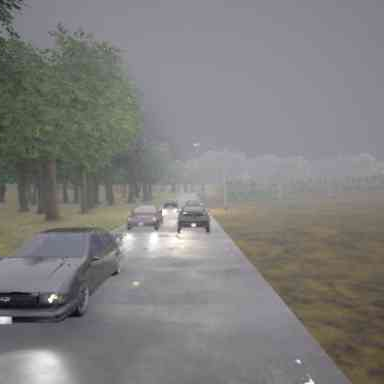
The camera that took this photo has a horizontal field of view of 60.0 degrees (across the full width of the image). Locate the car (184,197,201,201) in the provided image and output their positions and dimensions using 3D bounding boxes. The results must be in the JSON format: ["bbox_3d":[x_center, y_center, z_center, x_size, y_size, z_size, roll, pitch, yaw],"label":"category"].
[{"bbox_3d":[0.067,1.458,44.105,2.128,1.511,4.902,0,0,0],"label":"car"}]

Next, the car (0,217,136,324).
[{"bbox_3d":[-2.846,1.546,7.662,2.033,1.411,5.357,0,0,0],"label":"car"}]

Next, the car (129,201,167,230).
[{"bbox_3d":[-2.839,1.524,20.995,1.812,1.442,4.674,0,0,0],"label":"car"}]

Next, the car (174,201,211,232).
[{"bbox_3d":[0.085,1.503,20.146,1.837,1.490,4.892,0,0,0],"label":"car"}]

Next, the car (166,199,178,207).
[{"bbox_3d":[-2.793,1.564,45.389,1.895,1.301,4.718,0,0,0],"label":"car"}]
